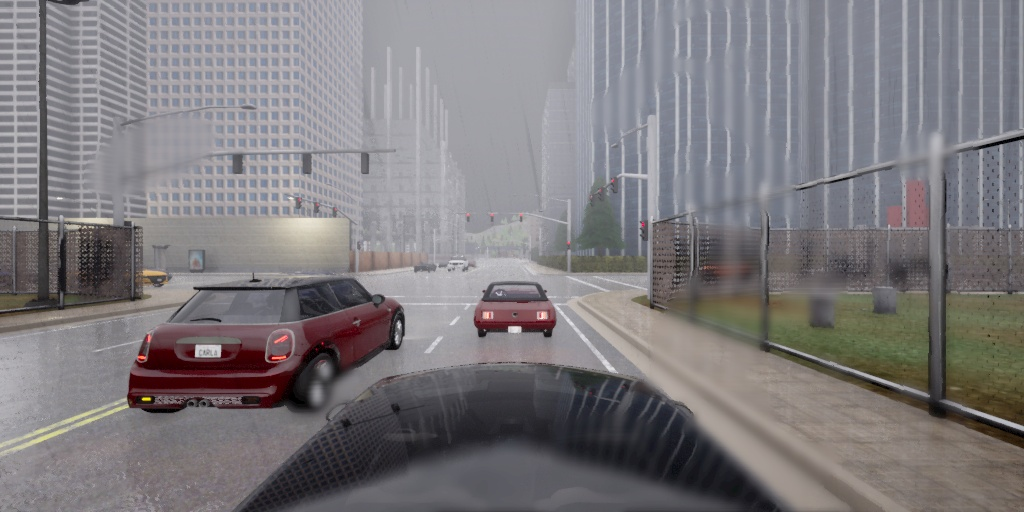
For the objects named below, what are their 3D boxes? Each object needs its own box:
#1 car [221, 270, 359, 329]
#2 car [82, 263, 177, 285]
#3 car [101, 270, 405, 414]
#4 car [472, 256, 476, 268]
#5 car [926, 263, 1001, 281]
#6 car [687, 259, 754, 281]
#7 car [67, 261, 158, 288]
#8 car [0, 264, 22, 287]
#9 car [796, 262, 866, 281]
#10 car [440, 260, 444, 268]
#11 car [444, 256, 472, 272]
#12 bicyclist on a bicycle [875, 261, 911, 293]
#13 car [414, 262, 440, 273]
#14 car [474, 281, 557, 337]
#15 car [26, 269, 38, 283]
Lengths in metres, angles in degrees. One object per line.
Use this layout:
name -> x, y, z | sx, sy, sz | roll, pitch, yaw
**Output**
car -> -7.103, 1.277, 12.196 | 1.812, 1.442, 4.674 | 0, 0, 0
car -> -26.675, 1.220, 25.107 | 4.674, 1.442, 1.812 | 0, 0, 0
car -> -3.443, 1.102, 6.207 | 2.097, 1.767, 4.553 | 0, 0, 0
car -> -7.091, 1.228, 59.725 | 1.882, 1.535, 5.008 | 0, 0, 0
car -> 35.991, 1.258, 28.672 | 4.181, 1.385, 1.994 | 0, 0, 0
car -> 16.588, 1.047, 28.723 | 4.553, 1.767, 2.097 | 0, 0, 0
car -> -23.730, 1.172, 21.601 | 5.008, 1.535, 1.882 | 0, 0, 0
car -> -33.307, 1.172, 21.620 | 5.008, 1.535, 1.882 | 0, 0, 0
car -> 25.474, 1.220, 28.697 | 4.674, 1.442, 1.812 | 0, 0, 0
car -> -10.600, 1.297, 57.869 | 2.033, 1.411, 5.357 | 0, 0, 0
car -> -7.112, 0.971, 47.696 | 2.150, 2.045, 5.566 | 0, 0, 0
bicyclist on a bicycle -> 18.801, 0.995, 17.737 | 0.582, 1.620, 1.656 | 0, 0, 0
car -> -10.610, 1.351, 44.029 | 1.895, 1.301, 4.718 | 0, 0, 0
car -> 0.077, 1.351, 10.212 | 1.895, 1.301, 4.718 | 0, 0, 0
car -> -36.265, 1.242, 25.127 | 5.357, 1.411, 2.033 | 0, 0, 0
